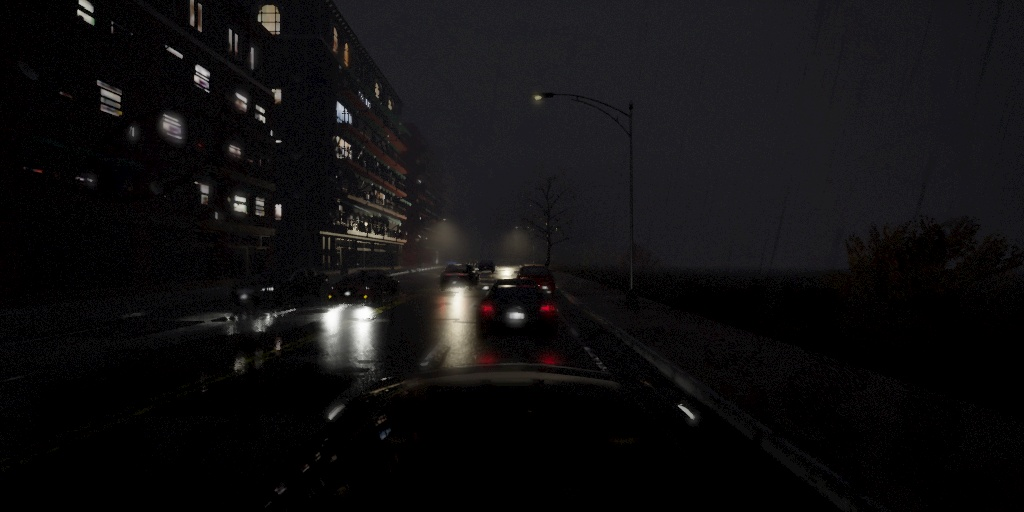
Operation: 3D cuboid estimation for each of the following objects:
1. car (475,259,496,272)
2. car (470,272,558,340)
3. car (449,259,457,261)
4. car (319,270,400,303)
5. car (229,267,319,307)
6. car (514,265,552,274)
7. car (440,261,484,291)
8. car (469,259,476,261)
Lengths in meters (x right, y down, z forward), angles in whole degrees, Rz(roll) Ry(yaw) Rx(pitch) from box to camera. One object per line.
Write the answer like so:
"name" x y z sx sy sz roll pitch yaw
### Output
"car" -3.118 1.229 44.828 1.882 1.535 5.008 0 -1 0
"car" 0.107 1.315 10.041 1.994 1.385 4.181 0 0 0
"car" -9.787 1.276 58.459 1.812 1.442 4.674 0 0 0
"car" -6.590 1.316 16.351 1.994 1.385 4.181 0 0 0
"car" -9.841 1.243 15.642 2.128 1.511 4.902 0 0 0
"car" 1.150 1.230 18.961 1.882 1.535 5.008 0 0 0
"car" -3.135 1.243 22.076 2.128 1.511 4.902 0 0 0
"car" -6.534 1.256 59.538 1.837 1.490 4.892 0 0 0
